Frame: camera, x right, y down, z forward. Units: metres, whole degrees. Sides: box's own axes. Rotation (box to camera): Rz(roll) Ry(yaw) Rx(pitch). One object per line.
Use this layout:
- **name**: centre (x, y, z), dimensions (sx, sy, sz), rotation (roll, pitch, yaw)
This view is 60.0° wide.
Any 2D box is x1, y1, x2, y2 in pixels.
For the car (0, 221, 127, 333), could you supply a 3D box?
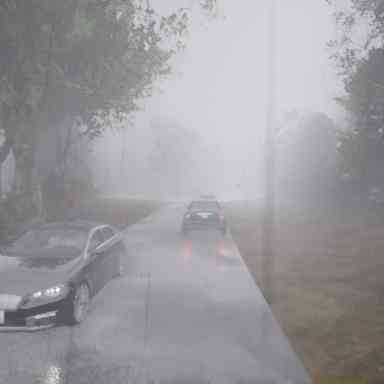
- **car**: centre (-2.680, 1.426, 7.030), dimensions (2.128, 1.511, 4.902), rotation (1, 1, 2)

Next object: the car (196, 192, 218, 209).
- **car**: centre (1.564, 0.811, 34.231), dimensions (2.128, 1.511, 4.902), rotation (0, 1, 3)

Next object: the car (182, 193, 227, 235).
- **car**: centre (0.674, 1.097, 17.459), dimensions (2.097, 1.767, 4.553), rotation (0, 2, 3)
